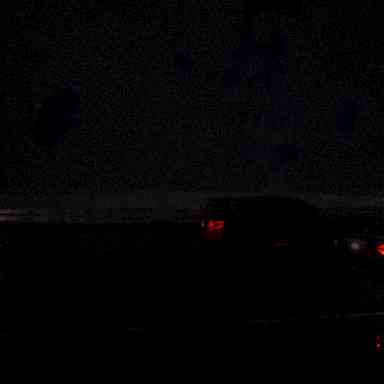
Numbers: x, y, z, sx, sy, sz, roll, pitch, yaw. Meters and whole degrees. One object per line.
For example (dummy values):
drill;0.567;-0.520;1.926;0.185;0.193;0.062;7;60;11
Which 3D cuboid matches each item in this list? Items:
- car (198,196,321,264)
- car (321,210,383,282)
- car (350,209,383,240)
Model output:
car;2.975;1.162;11.377;5.566;2.045;2.150;0;1;-11
car;6.005;1.329;8.471;4.553;1.767;2.097;0;0;-12
car;10.630;1.546;16.739;4.718;1.301;1.895;0;0;-16
